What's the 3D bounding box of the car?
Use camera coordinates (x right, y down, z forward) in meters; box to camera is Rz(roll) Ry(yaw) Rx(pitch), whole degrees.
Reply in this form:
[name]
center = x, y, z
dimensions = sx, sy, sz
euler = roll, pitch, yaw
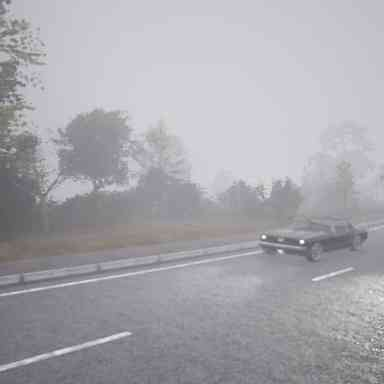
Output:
[car]
center = 4.544, 1.610, 12.179
dimensions = 4.718, 1.301, 1.895
euler = 0, 0, -41
